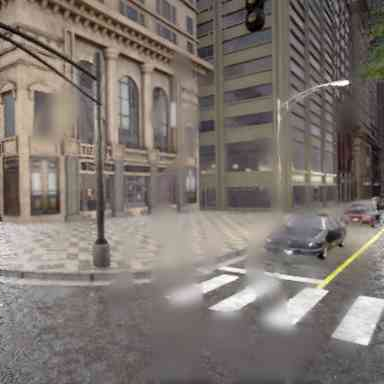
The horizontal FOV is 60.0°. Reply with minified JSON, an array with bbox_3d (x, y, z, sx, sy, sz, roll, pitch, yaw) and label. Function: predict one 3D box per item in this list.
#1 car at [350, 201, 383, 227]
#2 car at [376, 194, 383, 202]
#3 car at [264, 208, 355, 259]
[{"bbox_3d":[11.498,1.571,22.679,1.994,1.385,4.181,-1,0,36],"label":"car"},{"bbox_3d":[23.153,1.211,39.082,2.150,2.045,5.566,-1,0,36],"label":"car"},{"bbox_3d":[4.659,1.564,13.003,2.033,1.411,5.357,-1,0,35],"label":"car"}]
